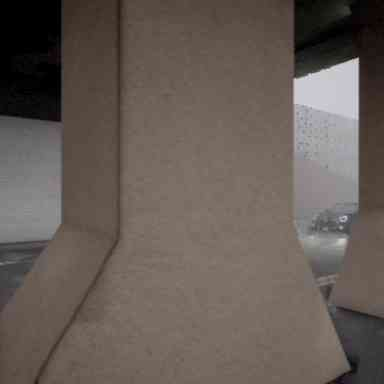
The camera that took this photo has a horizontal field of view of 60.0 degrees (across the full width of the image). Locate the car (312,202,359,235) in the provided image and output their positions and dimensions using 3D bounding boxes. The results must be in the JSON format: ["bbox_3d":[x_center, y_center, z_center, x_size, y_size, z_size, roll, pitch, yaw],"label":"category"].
[{"bbox_3d":[8.881,1.388,18.923,4.553,1.767,2.097,0,0,-35],"label":"car"}]
